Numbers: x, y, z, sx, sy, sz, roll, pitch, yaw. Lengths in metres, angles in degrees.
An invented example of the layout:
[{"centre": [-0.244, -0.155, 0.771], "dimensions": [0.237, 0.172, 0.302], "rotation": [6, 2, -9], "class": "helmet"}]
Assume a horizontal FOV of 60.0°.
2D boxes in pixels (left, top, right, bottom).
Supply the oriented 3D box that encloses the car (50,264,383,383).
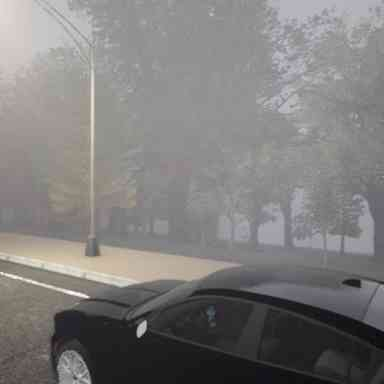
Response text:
[{"centre": [0.643, 1.478, 3.204], "dimensions": [5.008, 1.535, 1.882], "rotation": [0, 0, 35], "class": "car"}]
